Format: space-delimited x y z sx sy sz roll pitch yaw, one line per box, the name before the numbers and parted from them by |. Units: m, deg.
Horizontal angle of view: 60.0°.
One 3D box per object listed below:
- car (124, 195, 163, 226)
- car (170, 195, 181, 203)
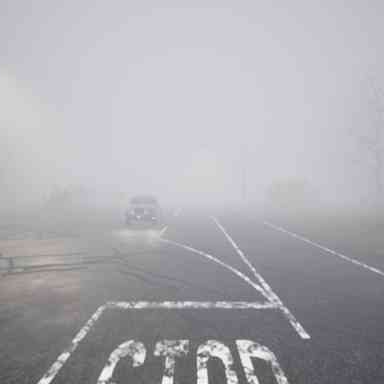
car | -3.376 1.236 23.952 2.150 2.045 5.566 0 0 0
car | -3.288 1.332 66.280 2.097 1.767 4.553 0 0 0
